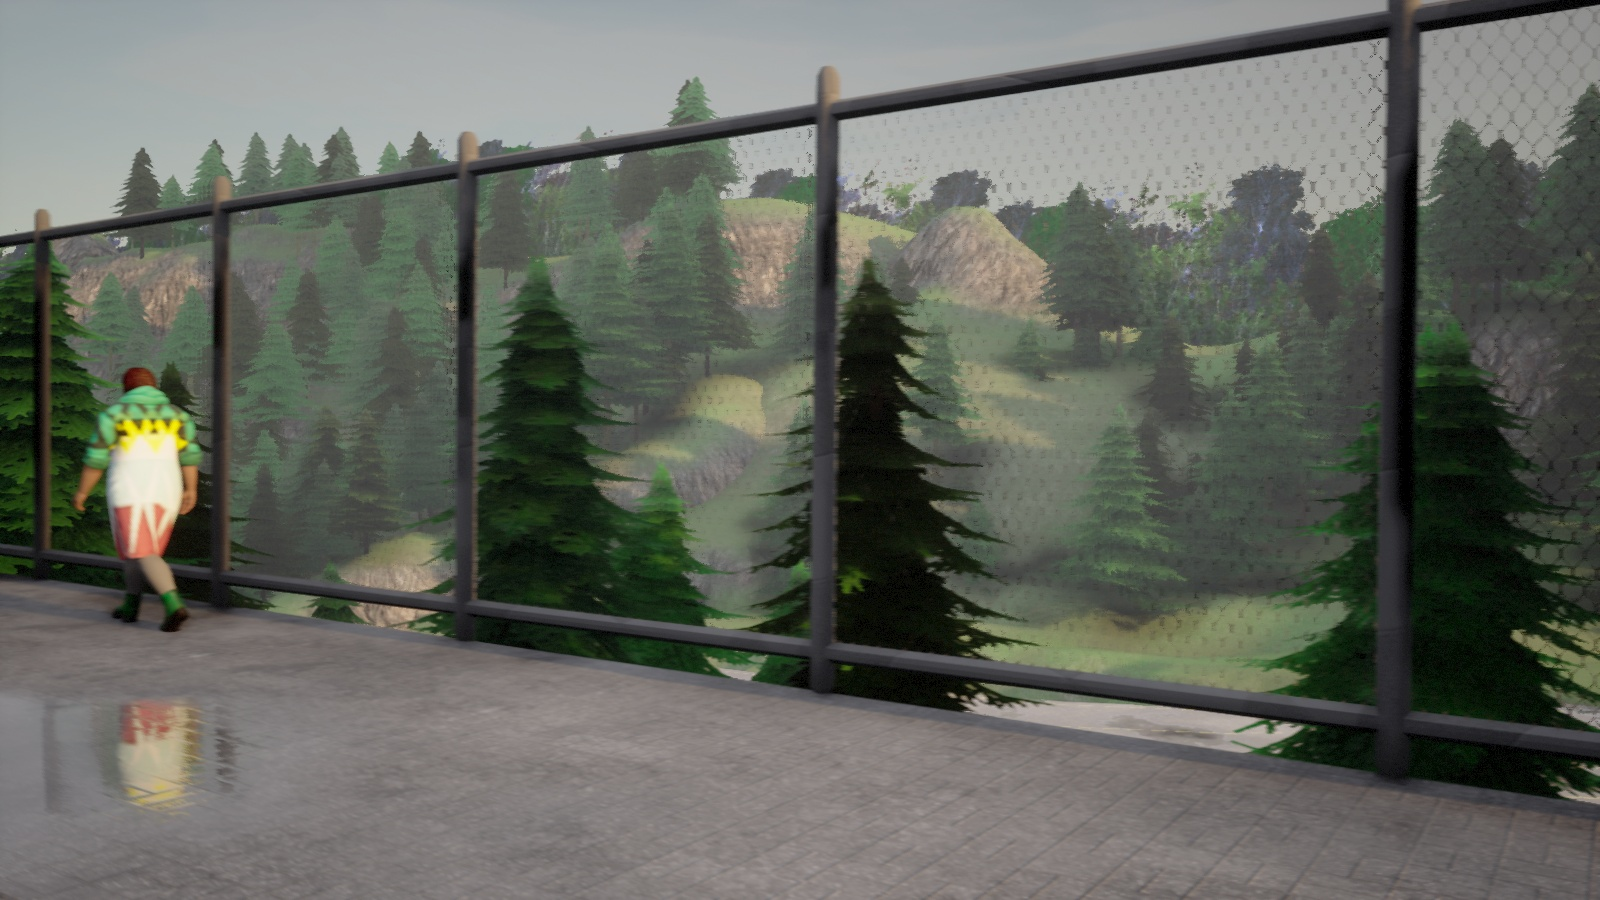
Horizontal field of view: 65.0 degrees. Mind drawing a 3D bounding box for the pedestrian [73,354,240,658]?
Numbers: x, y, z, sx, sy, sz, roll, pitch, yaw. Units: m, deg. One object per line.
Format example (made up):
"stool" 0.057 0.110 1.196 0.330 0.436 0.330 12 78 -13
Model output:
"pedestrian" -4.395 0.357 8.580 0.873 1.952 0.659 0 1 35
